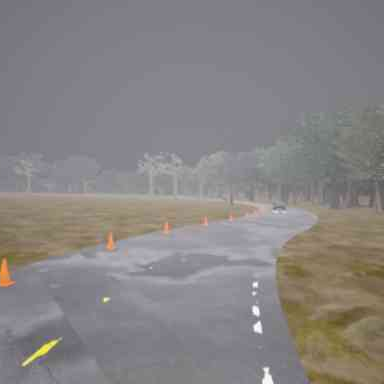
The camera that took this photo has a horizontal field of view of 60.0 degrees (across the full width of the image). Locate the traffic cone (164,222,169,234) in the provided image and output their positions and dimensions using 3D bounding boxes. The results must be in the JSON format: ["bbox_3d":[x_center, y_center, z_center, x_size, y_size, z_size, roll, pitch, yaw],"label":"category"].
[{"bbox_3d":[-1.368,1.916,17.866,0.340,0.580,0.340,1,0,23],"label":"traffic cone"}]

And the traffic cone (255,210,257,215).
[{"bbox_3d":[6.914,2.181,35.889,0.340,0.580,0.340,1,0,20],"label":"traffic cone"}]

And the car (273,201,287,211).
[{"bbox_3d":[12.613,1.965,47.992,2.033,1.411,5.357,1,0,13],"label":"car"}]

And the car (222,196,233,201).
[{"bbox_3d":[9.898,1.824,93.561,2.128,1.511,4.902,2,0,-16],"label":"car"}]

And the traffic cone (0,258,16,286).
[{"bbox_3d":[-4.335,1.835,7.695,0.340,0.580,0.340,1,0,10],"label":"traffic cone"}]

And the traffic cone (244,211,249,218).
[{"bbox_3d":[5.156,2.119,31.359,0.340,0.580,0.340,1,0,23],"label":"traffic cone"}]
